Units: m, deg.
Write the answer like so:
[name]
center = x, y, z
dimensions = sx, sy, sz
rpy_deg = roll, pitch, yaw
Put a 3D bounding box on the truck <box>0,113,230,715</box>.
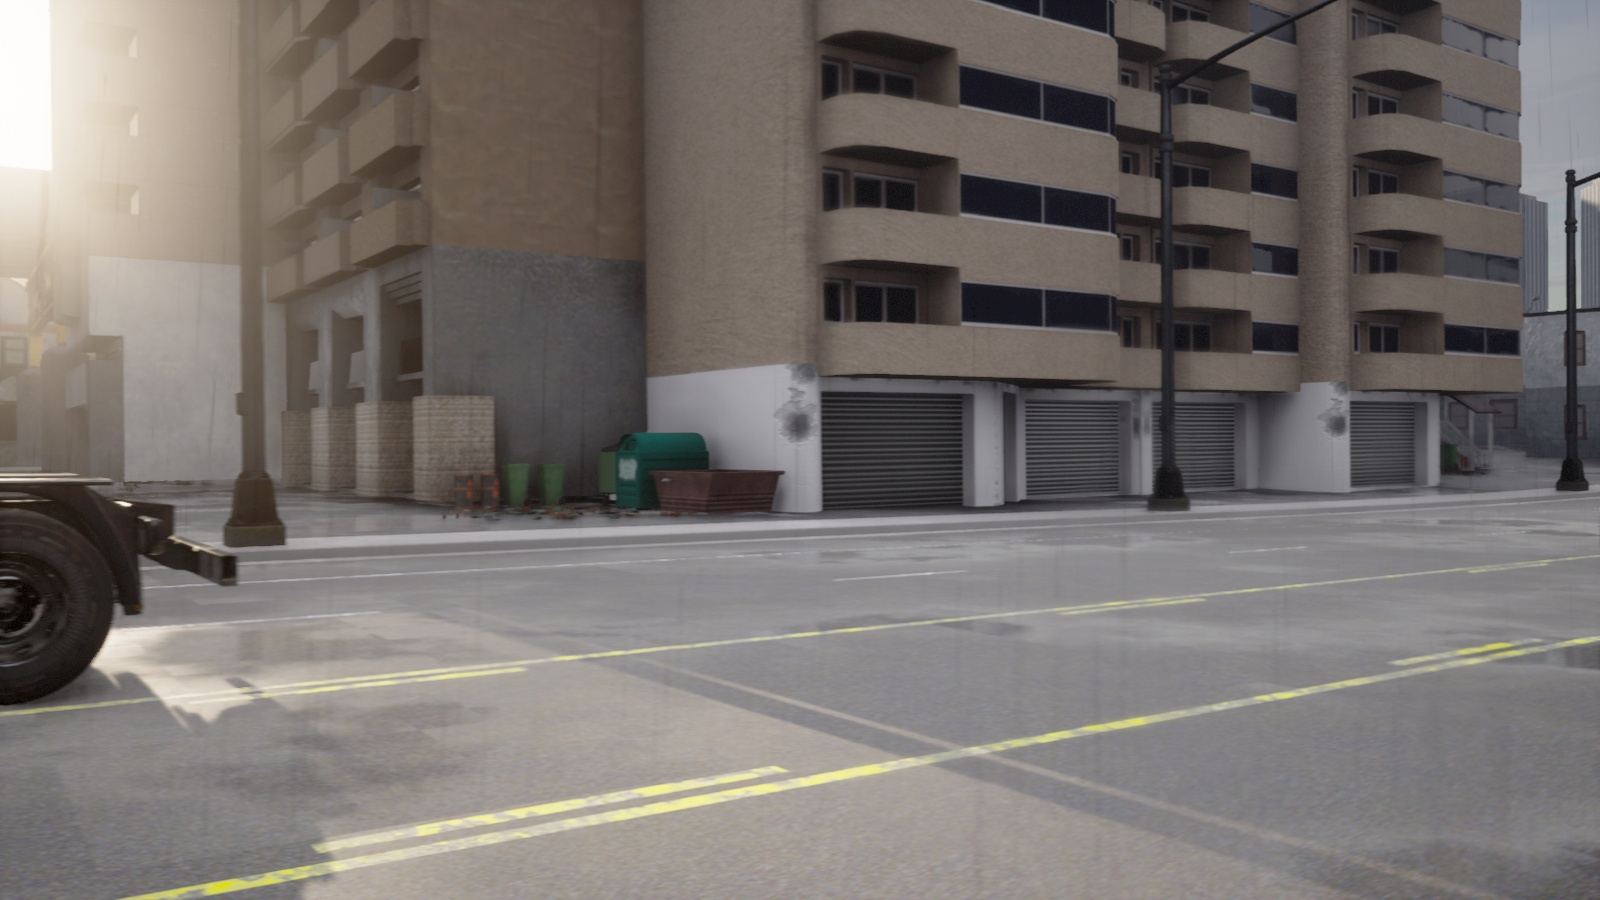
[truck]
center = -7.683, -0.203, 6.844
dimensions = 7.936, 3.462, 2.891
rpy_deg = 0, 0, -35
